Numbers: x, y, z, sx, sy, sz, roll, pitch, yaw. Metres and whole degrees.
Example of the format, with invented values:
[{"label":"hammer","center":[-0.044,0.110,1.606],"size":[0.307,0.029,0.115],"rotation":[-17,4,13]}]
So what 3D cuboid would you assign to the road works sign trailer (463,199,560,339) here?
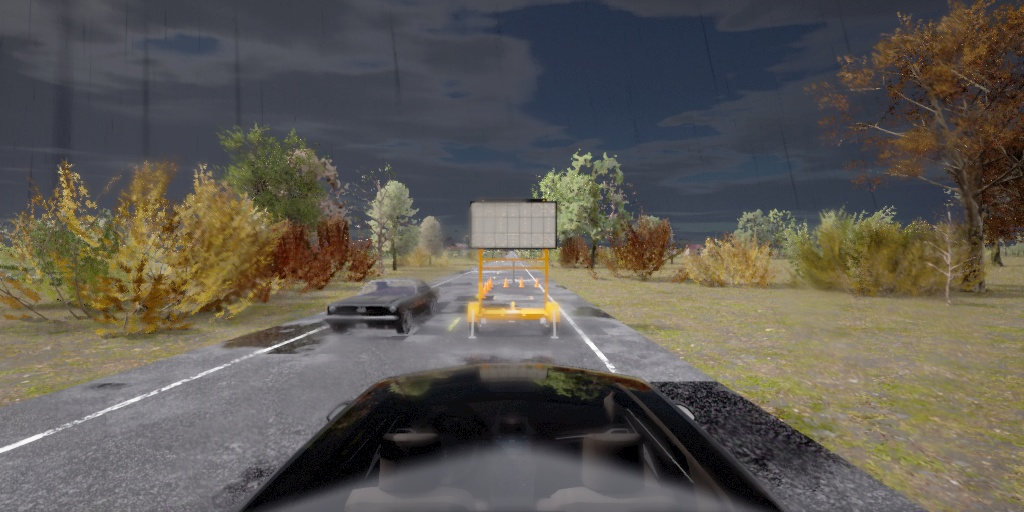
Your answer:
[{"label":"road works sign trailer","center":[0.045,0.212,10.072],"size":[2.380,3.560,2.880],"rotation":[0,0,0]}]

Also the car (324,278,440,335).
[{"label":"car","center":[-3.549,1.348,10.692],"size":[1.895,1.301,4.718],"rotation":[0,0,0]}]
